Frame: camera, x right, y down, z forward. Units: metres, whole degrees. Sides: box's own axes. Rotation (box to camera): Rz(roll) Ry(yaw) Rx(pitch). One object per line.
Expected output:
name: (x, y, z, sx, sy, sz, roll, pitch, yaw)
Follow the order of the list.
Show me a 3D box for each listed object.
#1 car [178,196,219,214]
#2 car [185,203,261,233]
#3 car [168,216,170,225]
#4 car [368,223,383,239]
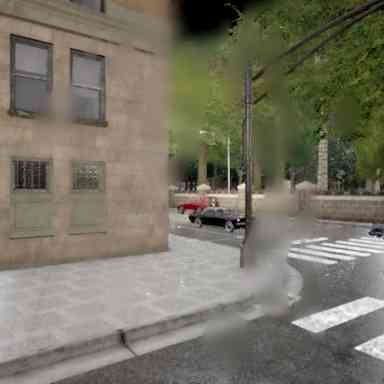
car: (0.601, 1.277, 31.821, 2.192, 1.841, 5.009, 0, 0, -35)
car: (1.846, 1.580, 19.878, 1.895, 1.301, 4.718, 0, 0, -35)
car: (-3.169, 1.539, 22.284, 1.947, 1.339, 4.313, 0, 0, -35)
car: (10.187, 1.536, 13.439, 2.033, 1.411, 5.357, 0, 0, -35)
